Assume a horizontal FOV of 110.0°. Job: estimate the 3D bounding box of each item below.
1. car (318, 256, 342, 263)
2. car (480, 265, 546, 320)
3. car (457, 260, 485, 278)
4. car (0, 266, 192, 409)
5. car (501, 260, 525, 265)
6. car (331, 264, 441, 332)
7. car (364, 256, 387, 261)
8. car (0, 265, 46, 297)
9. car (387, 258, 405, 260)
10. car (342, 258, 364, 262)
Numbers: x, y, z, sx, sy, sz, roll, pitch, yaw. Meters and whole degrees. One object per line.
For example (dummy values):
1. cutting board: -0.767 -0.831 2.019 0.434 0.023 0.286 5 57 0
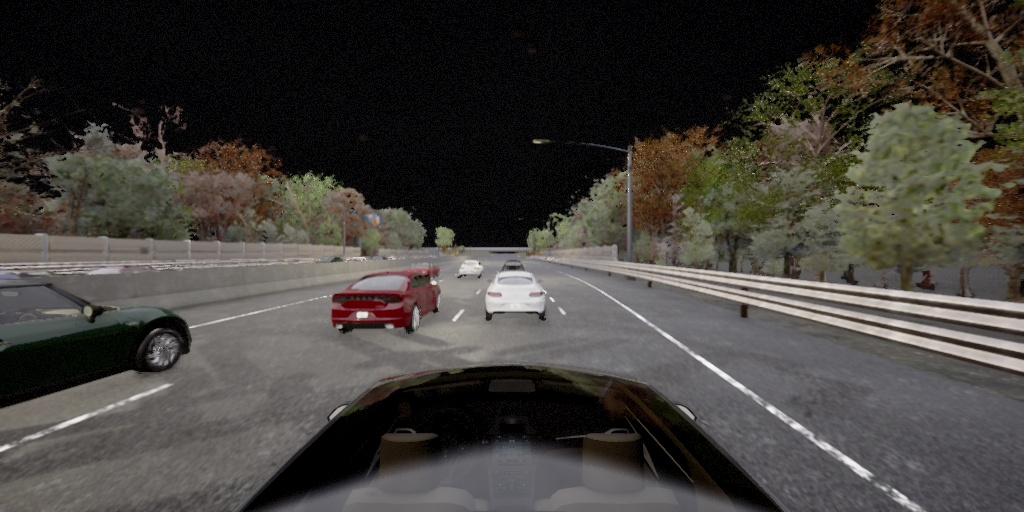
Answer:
1. car: -28.027 0.794 55.523 2.097 1.767 4.553 0 0 1
2. car: 0.101 1.208 12.221 1.812 1.442 4.674 0 0 0
3. car: -3.410 1.099 30.605 1.812 1.442 4.674 0 0 0
4. car: -6.905 1.082 4.649 2.097 1.767 4.553 0 0 0
5. car: 0.104 1.084 29.575 1.837 1.490 4.892 0 0 0
6. car: -3.400 1.170 10.622 1.882 1.535 5.008 0 0 0
7. car: -21.034 0.788 56.685 2.097 1.767 4.553 0 0 1
8. car: -24.599 1.186 15.886 1.812 1.442 4.674 0 0 0
9. car: -17.528 0.981 57.023 2.033 1.411 5.357 0 0 1
10. car: -24.524 1.036 56.822 1.895 1.301 4.718 0 0 1
